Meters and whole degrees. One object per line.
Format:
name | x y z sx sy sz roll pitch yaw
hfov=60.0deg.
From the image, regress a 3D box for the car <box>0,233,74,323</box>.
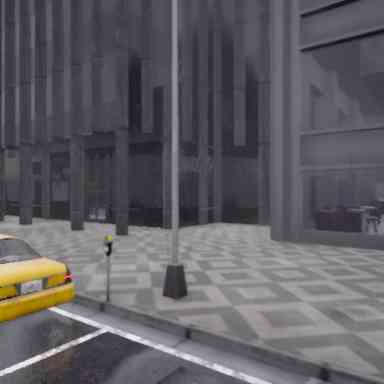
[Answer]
car | -4.598 1.457 6.721 5.366 1.575 1.801 0 0 36
